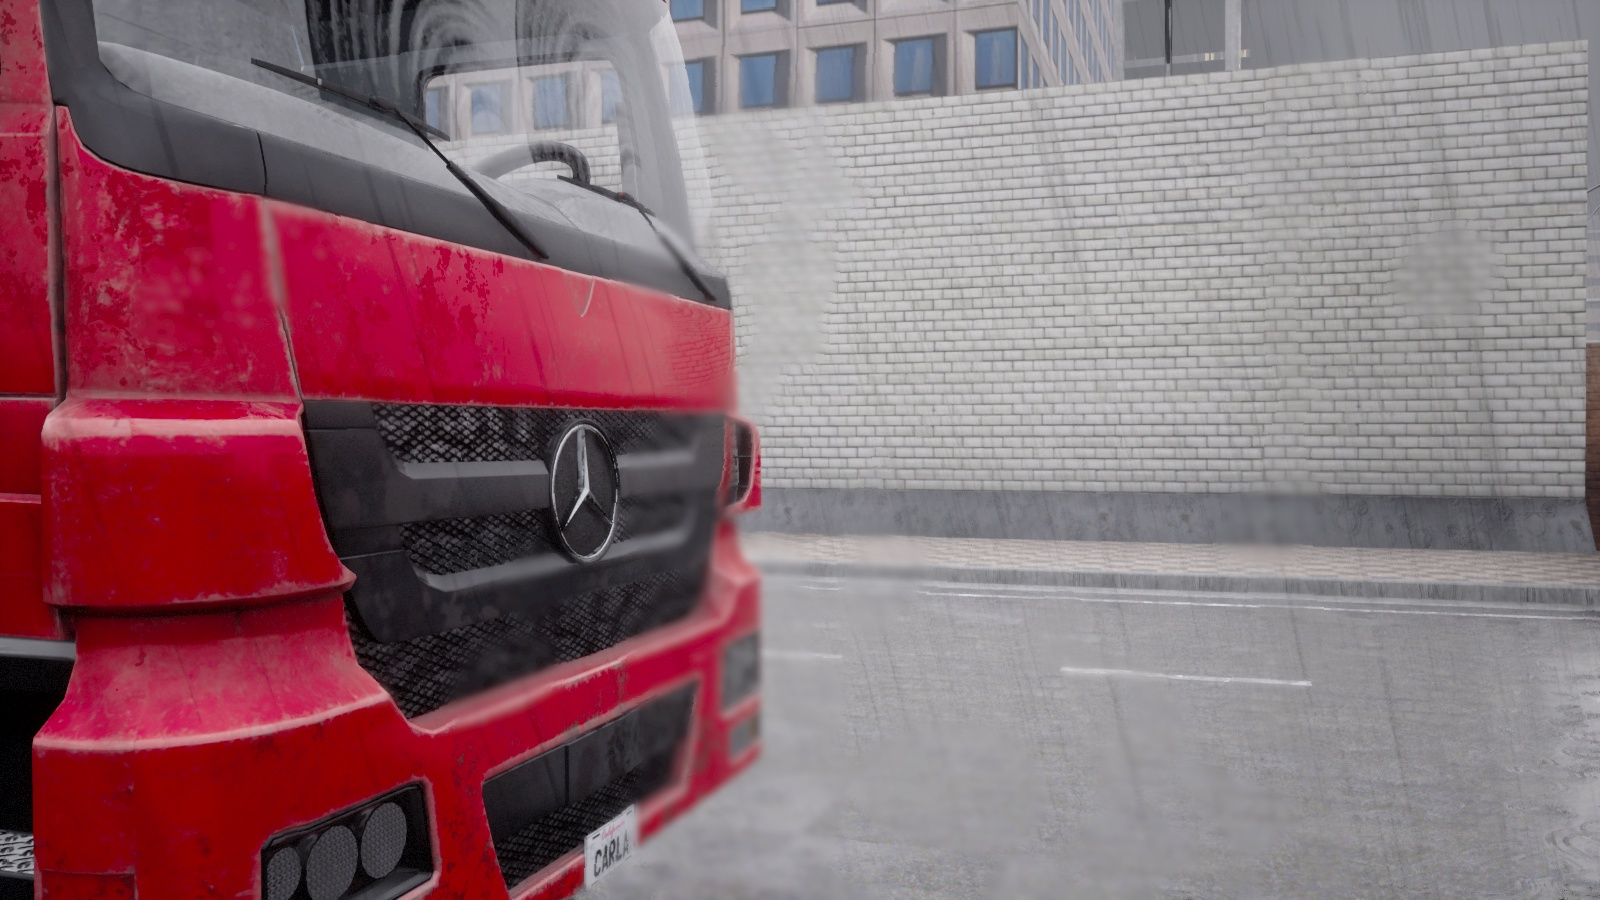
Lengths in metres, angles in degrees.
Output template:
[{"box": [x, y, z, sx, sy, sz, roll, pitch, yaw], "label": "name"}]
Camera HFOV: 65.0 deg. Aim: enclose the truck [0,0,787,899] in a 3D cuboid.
[{"box": [-4.275, -0.245, 4.614, 7.936, 3.462, 2.891, 1, 1, 19], "label": "truck"}]
